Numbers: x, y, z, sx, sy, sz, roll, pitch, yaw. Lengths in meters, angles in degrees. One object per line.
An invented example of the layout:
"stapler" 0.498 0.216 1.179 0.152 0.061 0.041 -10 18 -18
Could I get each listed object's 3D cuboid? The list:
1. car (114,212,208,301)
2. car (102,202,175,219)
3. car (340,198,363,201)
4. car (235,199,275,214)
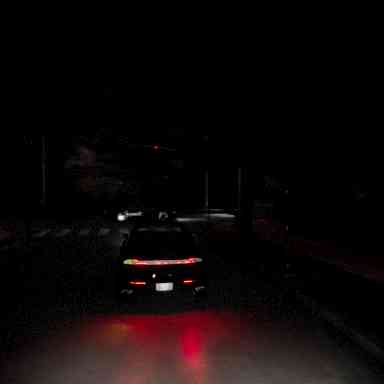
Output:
"car" -0.836 1.492 8.389 2.128 1.511 4.902 0 0 -8
"car" -3.930 1.444 24.709 5.357 1.411 2.033 -1 2 -12
"car" 15.299 1.348 32.764 4.892 1.490 1.837 0 0 -12
"car" 6.271 1.369 30.764 4.674 1.442 1.812 0 0 -12
